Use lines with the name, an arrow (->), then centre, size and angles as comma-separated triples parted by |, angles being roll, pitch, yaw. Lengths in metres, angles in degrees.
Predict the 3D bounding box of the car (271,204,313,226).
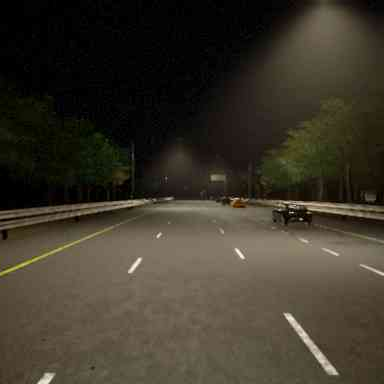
car -> 7.023, 1.570, 23.776 | 2.128, 1.511, 4.902 | 0, 0, 0

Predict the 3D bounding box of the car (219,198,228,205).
car -> 7.244, 2.037, 70.027 | 1.837, 1.490, 4.892 | 0, -1, 0

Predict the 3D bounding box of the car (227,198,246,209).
car -> 7.130, 1.836, 51.892 | 1.882, 1.535, 5.008 | 0, -1, 0

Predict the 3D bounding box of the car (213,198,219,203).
car -> 7.422, 2.369, 91.067 | 1.895, 1.301, 4.718 | 0, -1, 1
